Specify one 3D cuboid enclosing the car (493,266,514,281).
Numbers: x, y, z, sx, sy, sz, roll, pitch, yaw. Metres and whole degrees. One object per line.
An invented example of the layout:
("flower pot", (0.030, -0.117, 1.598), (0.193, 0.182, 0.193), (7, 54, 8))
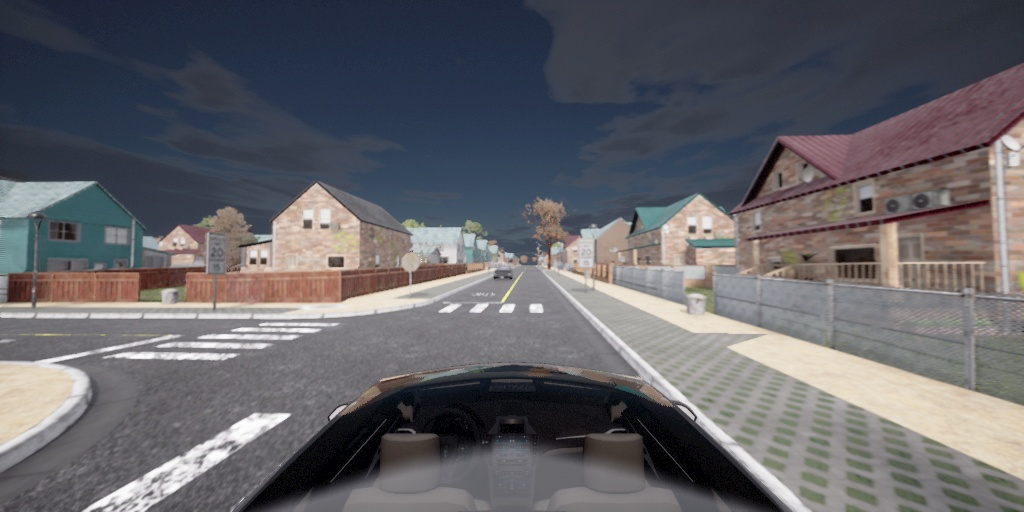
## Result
("car", (-0.801, 1.705, 36.725), (2.033, 1.411, 5.357), (0, -1, 3))
